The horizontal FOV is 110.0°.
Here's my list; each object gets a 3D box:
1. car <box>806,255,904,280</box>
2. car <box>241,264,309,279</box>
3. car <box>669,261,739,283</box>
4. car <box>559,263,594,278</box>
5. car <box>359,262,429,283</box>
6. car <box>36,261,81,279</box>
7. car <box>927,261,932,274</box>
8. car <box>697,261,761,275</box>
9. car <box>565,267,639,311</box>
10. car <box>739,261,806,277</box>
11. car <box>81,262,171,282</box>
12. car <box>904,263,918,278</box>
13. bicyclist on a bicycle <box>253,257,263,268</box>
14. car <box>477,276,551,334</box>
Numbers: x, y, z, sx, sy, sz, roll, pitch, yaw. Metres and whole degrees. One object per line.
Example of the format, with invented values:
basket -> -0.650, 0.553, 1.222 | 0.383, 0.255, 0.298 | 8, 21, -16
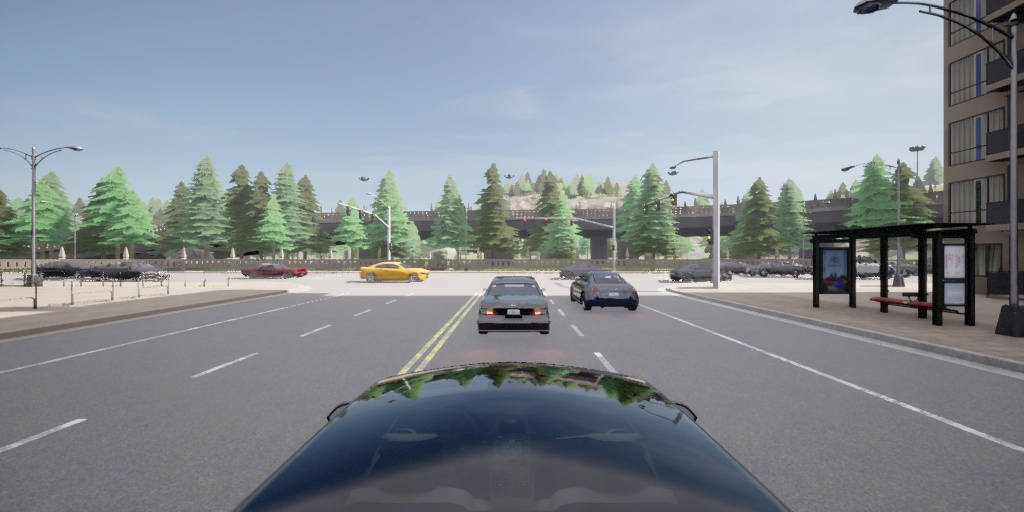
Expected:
car -> 28.425, 0.916, 29.843 | 5.566, 2.045, 2.150 | 0, 0, 2
car -> -20.073, 1.295, 30.523 | 4.718, 1.301, 1.895 | 0, 0, 1
car -> 13.949, 1.258, 26.570 | 4.181, 1.385, 1.994 | 0, 0, 1
car -> 6.073, 1.269, 30.173 | 4.181, 1.385, 1.994 | -1, 0, 1
car -> -8.762, 1.200, 26.867 | 5.008, 1.535, 1.882 | 0, 1, 1
car -> -37.579, 1.172, 30.586 | 5.008, 1.535, 1.882 | 0, 0, -2
car -> 40.977, 1.220, 35.164 | 4.674, 1.442, 1.812 | 0, 0, 17
car -> 22.405, 1.242, 37.129 | 5.357, 1.411, 2.033 | 0, 0, 1
car -> 3.577, 1.314, 14.551 | 1.994, 1.385, 4.181 | 0, 0, 0
car -> 24.522, 1.186, 33.549 | 4.902, 1.511, 2.128 | 0, 0, 2
car -> -28.697, 1.186, 27.108 | 4.902, 1.511, 2.128 | 0, 0, 0
car -> 33.860, 1.186, 33.007 | 4.902, 1.511, 2.128 | 0, 0, 6
bicyclist on a bicycle -> -29.468, 0.995, 41.636 | 0.582, 1.620, 1.656 | 0, 0, 1
car -> 0.058, 1.297, 10.540 | 2.033, 1.411, 5.357 | 0, 0, 1
